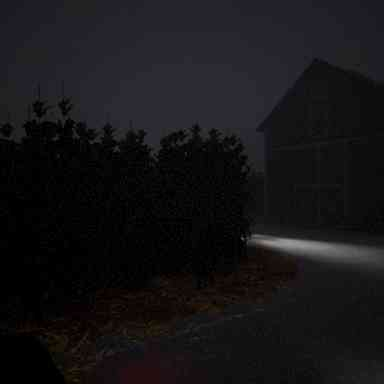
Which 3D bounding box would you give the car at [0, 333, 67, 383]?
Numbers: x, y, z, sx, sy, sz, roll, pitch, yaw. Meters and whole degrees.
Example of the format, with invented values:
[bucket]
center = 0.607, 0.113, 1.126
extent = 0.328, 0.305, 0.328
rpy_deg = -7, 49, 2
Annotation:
[car]
center = -2.725, 1.564, 1.538
extent = 4.181, 1.385, 1.994
rpy_deg = 0, 0, -35
